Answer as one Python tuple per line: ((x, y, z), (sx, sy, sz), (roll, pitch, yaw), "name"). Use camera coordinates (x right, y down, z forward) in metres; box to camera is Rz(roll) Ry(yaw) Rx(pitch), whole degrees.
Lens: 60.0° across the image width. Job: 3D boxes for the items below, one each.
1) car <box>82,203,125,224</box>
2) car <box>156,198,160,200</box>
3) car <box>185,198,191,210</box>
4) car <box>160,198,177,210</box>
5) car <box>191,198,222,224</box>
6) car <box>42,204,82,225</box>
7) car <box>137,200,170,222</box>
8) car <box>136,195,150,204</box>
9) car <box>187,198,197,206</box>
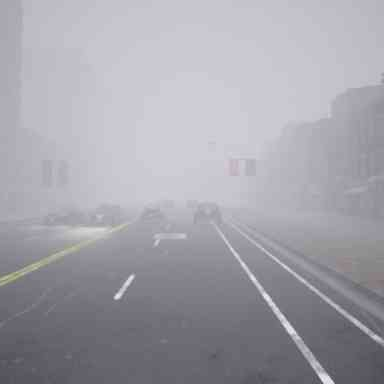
((-6.596, 1.632, 26.197), (2.128, 1.511, 4.902), (0, 0, 0), "car")
((-6.504, 1.872, 67.081), (2.128, 1.511, 4.902), (0, 0, 0), "car")
((0.032, 1.738, 48.029), (1.837, 1.490, 4.892), (0, 0, 1), "car")
((-3.150, 1.736, 47.668), (1.837, 1.490, 4.892), (0, 0, 0), "car")
((1.138, 1.491, 26.009), (2.097, 1.767, 4.553), (0, 0, 0), "car")
((-9.846, 1.664, 25.807), (1.812, 1.442, 4.674), (0, 0, 0), "car")
((-3.149, 1.674, 27.834), (1.812, 1.442, 4.674), (0, 0, 0), "car")
((-9.751, 1.584, 66.962), (2.150, 2.045, 5.566), (0, 0, 0), "car")
((0.000, 1.828, 62.832), (1.837, 1.490, 4.892), (0, -1, 0), "car")
